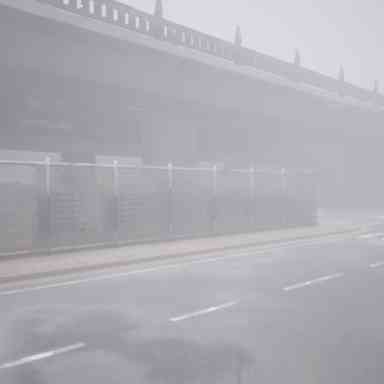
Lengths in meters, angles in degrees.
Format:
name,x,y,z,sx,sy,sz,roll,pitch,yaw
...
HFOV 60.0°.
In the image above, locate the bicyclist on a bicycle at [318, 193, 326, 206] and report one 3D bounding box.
name,x,y,z,sx,sy,sz,roll,pitch,yaw
bicyclist on a bicycle,16.719,0.983,42.757,1.656,1.620,0.582,-1,1,-36
